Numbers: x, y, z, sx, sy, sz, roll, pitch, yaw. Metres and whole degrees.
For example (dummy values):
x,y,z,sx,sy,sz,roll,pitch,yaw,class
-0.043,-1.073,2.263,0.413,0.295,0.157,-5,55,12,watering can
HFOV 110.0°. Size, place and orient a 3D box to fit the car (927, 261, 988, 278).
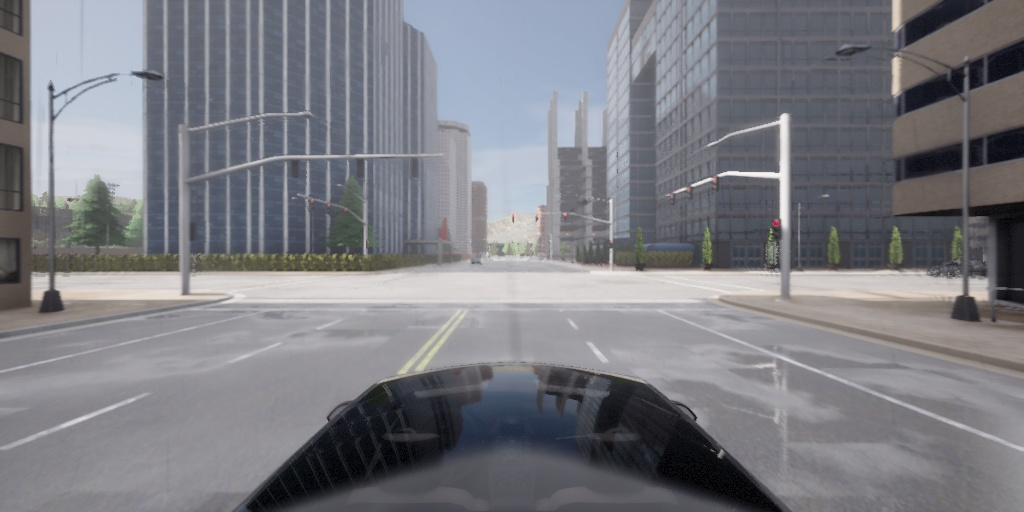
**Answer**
x,y,z,sx,sy,sz,roll,pitch,yaw,class
39.664,1.153,31.583,4.892,1.490,1.837,0,0,1,car
